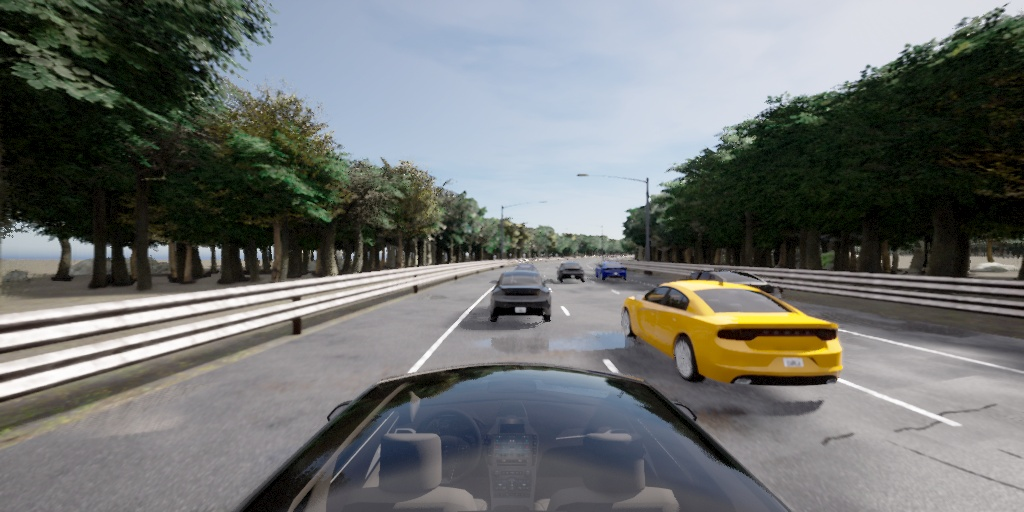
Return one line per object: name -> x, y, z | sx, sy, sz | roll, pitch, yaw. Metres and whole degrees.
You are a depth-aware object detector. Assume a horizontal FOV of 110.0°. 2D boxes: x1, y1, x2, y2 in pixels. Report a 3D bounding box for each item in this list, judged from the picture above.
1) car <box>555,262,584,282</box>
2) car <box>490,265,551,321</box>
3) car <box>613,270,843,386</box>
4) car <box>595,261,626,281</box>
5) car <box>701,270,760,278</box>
car -> 4.597, 1.235, 28.562 | 1.837, 1.490, 4.892 | 0, 0, 4
car -> 0.305, 1.244, 12.390 | 1.837, 1.490, 4.892 | 0, 0, 2
car -> 3.685, 1.225, 7.126 | 1.882, 1.535, 5.008 | 0, 0, 1
car -> 8.228, 1.210, 30.219 | 1.882, 1.535, 5.008 | 0, 0, 4
car -> 7.321, 1.250, 12.906 | 1.837, 1.490, 4.892 | 0, 0, 2
